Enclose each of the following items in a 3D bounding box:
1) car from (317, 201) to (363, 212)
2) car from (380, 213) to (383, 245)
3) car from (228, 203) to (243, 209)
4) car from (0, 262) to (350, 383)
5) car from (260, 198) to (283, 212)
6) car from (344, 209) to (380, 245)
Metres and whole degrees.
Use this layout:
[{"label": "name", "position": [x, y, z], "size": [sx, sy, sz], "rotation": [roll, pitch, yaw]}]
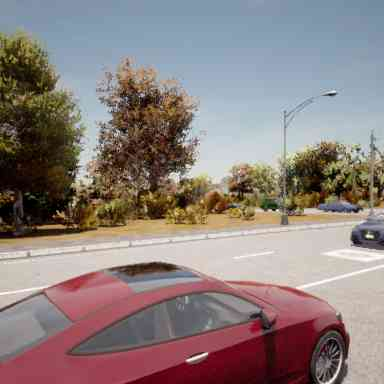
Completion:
[{"label": "car", "position": [18.016, 1.815, 40.650], "size": [2.033, 1.411, 5.357], "rotation": [0, -2, -32]}, {"label": "car", "position": [7.803, 1.235, 9.252], "size": [5.566, 2.045, 2.150], "rotation": [0, 0, -35]}, {"label": "car", "position": [7.222, 2.656, 57.927], "size": [2.128, 1.511, 4.902], "rotation": [0, -3, -32]}, {"label": "car", "position": [-0.234, 1.526, 3.577], "size": [4.674, 1.442, 1.812], "rotation": [0, 0, -35]}, {"label": "car", "position": [12.605, 1.867, 49.302], "size": [2.150, 2.045, 5.566], "rotation": [0, -3, -32]}, {"label": "car", "position": [8.699, 1.588, 14.346], "size": [4.181, 1.385, 1.994], "rotation": [0, 0, -34]}]
